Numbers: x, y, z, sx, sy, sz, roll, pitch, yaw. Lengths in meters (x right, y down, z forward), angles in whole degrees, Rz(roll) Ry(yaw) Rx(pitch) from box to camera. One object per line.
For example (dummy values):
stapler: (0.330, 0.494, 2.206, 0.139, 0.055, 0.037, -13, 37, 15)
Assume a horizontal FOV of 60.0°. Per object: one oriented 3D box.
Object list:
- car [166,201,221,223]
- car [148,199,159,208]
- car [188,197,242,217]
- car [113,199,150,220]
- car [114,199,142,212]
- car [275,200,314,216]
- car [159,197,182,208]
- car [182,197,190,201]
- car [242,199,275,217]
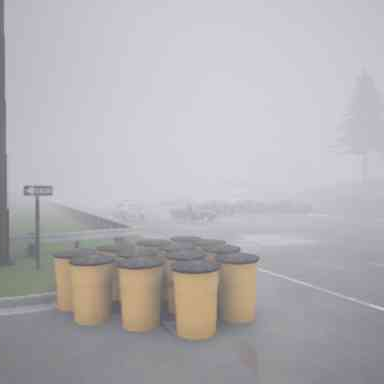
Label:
car: (-0.013, 1.586, 25.441, 1.895, 1.301, 4.718, -1, 0, -27)
car: (-6.799, 1.642, 46.887, 1.895, 1.301, 4.718, -1, 0, -27)
car: (1.886, 1.456, 29.472, 2.128, 1.511, 4.902, -1, 0, -27)
car: (-5.476, 1.562, 28.522, 1.812, 1.442, 4.674, -1, 0, -27)
car: (-8.108, 1.604, 41.668, 2.033, 1.411, 5.357, -1, 0, -27)
car: (8.856, 1.444, 31.181, 2.033, 1.411, 5.357, -1, 0, -27)
car: (-3.668, 1.611, 48.451, 1.895, 1.301, 4.718, -1, 0, -27)
car: (-1.171, 1.489, 51.282, 1.837, 1.490, 4.892, -1, 0, -27)
car: (5.019, 1.425, 31.035, 2.128, 1.511, 4.902, -1, 0, -27)
